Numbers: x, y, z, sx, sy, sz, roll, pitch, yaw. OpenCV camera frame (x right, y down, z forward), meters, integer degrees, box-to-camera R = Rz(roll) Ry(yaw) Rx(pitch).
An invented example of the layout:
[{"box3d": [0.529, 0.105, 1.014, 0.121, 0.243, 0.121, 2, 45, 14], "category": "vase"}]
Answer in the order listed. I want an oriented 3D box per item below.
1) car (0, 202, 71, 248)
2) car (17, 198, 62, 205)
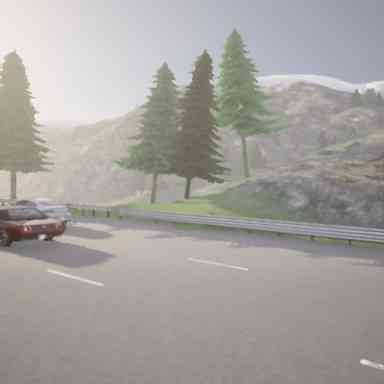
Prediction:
[{"box3d": [-7.118, 1.208, 12.855, 4.718, 1.301, 1.895, 2, 1, 32], "category": "car"}, {"box3d": [-8.447, 1.019, 17.764, 4.674, 1.442, 1.812, 2, 1, 31], "category": "car"}]
